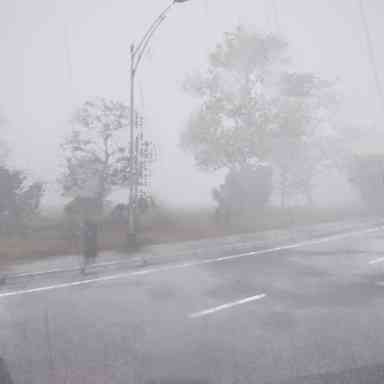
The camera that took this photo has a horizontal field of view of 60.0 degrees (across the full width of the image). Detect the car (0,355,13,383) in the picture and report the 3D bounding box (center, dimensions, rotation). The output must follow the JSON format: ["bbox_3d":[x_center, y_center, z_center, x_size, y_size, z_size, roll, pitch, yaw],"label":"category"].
[{"bbox_3d":[-3.753,1.558,1.383,5.357,1.411,2.033,0,0,-35],"label":"car"}]
